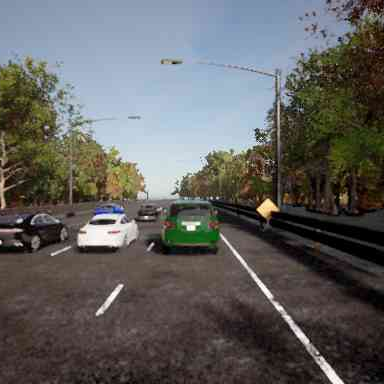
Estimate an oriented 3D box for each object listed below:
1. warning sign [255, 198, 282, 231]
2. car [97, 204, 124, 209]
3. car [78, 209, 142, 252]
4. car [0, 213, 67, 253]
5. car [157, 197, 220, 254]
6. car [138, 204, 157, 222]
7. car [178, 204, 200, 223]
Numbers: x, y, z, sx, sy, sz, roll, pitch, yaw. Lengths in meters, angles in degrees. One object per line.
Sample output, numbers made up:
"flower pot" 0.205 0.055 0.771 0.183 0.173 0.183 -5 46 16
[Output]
"warning sign" 4.428 1.314 19.408 1.300 1.860 1.060 -1 -1 -1
"car" -7.268 1.792 29.686 1.882 1.535 5.008 0 0 -1
"car" -3.557 1.672 14.600 1.812 1.442 4.674 0 0 0
"car" -7.056 1.638 14.490 2.128 1.511 4.902 0 0 0
"car" -0.058 1.359 14.260 2.150 2.045 5.566 0 0 0
"car" -3.767 1.821 29.573 1.837 1.490 4.892 0 0 -1
"car" -0.268 1.841 29.728 1.812 1.442 4.674 0 0 -1
